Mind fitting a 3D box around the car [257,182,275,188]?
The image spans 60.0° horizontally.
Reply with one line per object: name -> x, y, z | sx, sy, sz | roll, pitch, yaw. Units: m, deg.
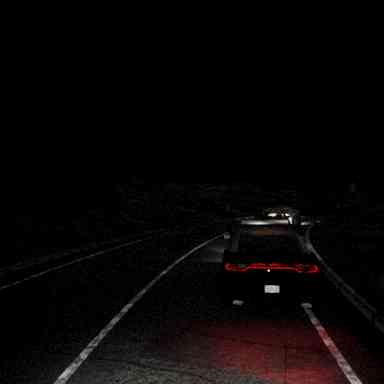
car -> 14.921, -1.370, 71.795 | 4.553, 1.767, 2.185 | 3, -5, -33

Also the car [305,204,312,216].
car -> 12.625, 2.104, 39.773 | 1.882, 1.535, 5.008 | -4, -4, 42

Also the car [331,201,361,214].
car -> 19.314, 1.881, 41.752 | 4.553, 1.767, 2.097 | 1, -4, -41

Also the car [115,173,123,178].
car -> -13.441, -2.643, 54.830 | 4.553, 1.767, 2.185 | 2, -5, -30

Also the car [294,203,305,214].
car -> 6.262, 1.702, 22.654 | 1.812, 1.442, 4.674 | -2, -2, 25

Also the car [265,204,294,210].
car -> 4.182, 1.567, 17.520 | 1.801, 1.575, 5.366 | -2, -1, 19

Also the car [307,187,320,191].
car -> 28.434, -0.457, 81.509 | 4.892, 1.521, 2.231 | 3, -6, -37

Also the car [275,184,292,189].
car -> 19.630, -0.953, 75.034 | 4.792, 1.488, 2.163 | 3, -6, -35

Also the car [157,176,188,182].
car -> -3.941, -2.150, 60.236 | 4.892, 1.521, 2.231 | 2, -5, -30

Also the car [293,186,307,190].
car -> 24.106, -0.683, 78.252 | 4.674, 1.452, 2.002 | 3, -6, -36

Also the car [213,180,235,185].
car -> 5.608, -1.687, 65.813 | 4.674, 1.452, 2.002 | 3, -5, -31

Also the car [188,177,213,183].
car -> 0.848, -1.951, 62.975 | 4.892, 1.521, 2.231 | 2, -5, -30

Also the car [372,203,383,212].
car -> 28.380, 2.231, 48.638 | 4.181, 1.385, 1.994 | 0, -4, -29

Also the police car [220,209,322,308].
police car -> 1.783, 1.454, 8.192 | 1.930, 1.638, 5.238 | -1, 0, 10

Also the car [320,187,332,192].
car -> 32.856, -0.281, 85.002 | 4.553, 1.767, 2.185 | 4, -6, -38

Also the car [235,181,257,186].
car -> 10.307, -1.490, 68.757 | 5.008, 1.535, 2.097 | 3, -5, -32
